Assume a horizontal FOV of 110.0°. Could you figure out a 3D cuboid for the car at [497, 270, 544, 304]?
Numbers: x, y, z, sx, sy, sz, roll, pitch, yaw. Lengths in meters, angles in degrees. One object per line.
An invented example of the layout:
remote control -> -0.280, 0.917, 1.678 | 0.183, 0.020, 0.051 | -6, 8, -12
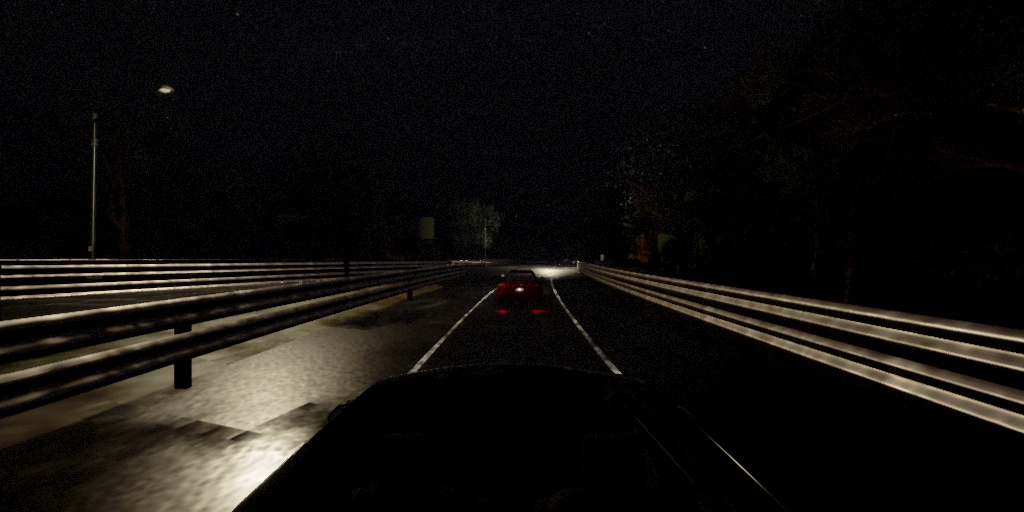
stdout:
car -> 0.418, 1.314, 16.347 | 1.994, 1.385, 4.181 | 0, 0, 3
